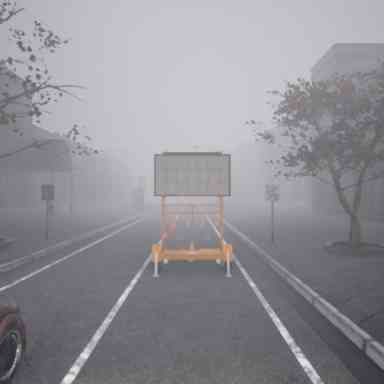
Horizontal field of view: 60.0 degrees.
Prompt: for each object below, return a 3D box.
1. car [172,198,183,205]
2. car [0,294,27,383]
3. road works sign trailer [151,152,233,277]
[{"bbox_3d":[-2.945,1.876,65.806,1.812,1.442,4.674,0,0,0],"label":"car"},{"bbox_3d":[-3.099,1.582,2.550,1.994,1.385,4.181,0,0,0],"label":"car"},{"bbox_3d":[0.008,0.541,10.516,2.380,3.560,2.880,0,0,0],"label":"road works sign trailer"}]
